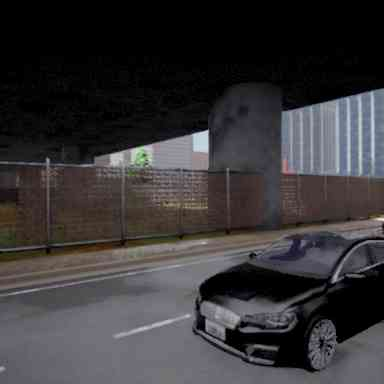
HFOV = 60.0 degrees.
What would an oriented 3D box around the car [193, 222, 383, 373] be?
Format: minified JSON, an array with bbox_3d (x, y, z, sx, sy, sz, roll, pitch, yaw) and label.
[{"bbox_3d":[2.251,1.480,5.721,4.902,1.511,2.128,0,0,-37],"label":"car"}]
